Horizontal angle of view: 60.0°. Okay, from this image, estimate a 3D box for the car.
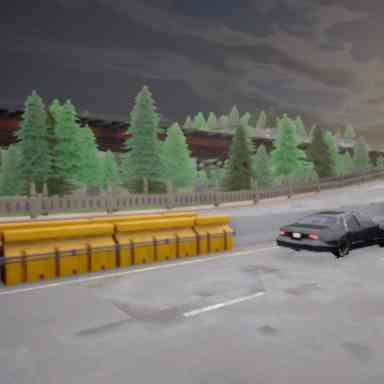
[{"bbox_3d":[5.382,1.392,12.057,5.357,1.411,2.033,-1,1,-36],"label":"car"}]
